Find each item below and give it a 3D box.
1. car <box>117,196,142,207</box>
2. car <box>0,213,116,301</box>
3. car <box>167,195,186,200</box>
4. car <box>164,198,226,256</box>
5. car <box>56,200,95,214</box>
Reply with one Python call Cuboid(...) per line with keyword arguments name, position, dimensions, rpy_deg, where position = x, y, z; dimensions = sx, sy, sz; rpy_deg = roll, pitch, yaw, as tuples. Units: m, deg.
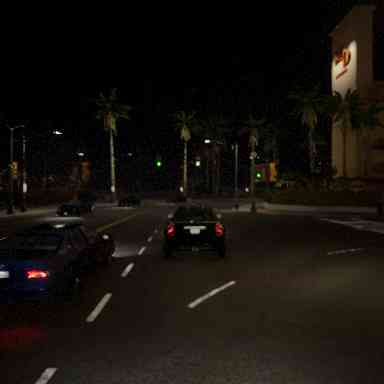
Cuboid(name="car", position=(-8.543, 1.285, 45.957), dimensions=(1.837, 1.490, 4.892), rpy_deg=(0, 0, 16))
Cuboid(name="car", position=(-3.400, 1.507, 8.445), dimensions=(2.033, 1.411, 5.357), rpy_deg=(0, 0, 0))
Cuboid(name="car", position=(-2.623, 1.244, 59.262), dimensions=(1.812, 1.442, 4.674), rpy_deg=(0, 0, 32))
Cuboid(name="car", position=(0.101, 1.290, 12.934), dimensions=(2.097, 1.767, 4.553), rpy_deg=(0, 0, 0))
Cuboid(name="car", position=(-10.486, 1.402, 30.433), dimensions=(2.033, 1.411, 5.357), rpy_deg=(0, 0, 1))
